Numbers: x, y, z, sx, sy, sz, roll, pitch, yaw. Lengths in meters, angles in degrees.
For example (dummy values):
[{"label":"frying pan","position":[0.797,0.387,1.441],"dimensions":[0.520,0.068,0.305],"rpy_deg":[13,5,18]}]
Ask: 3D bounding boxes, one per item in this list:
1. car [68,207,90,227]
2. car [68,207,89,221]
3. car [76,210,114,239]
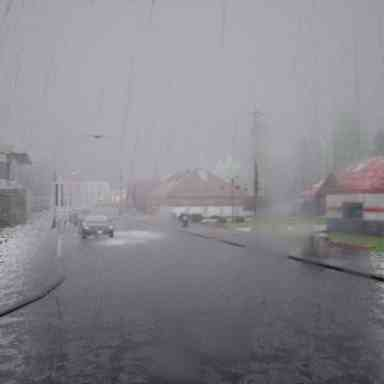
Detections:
[{"label":"car","position":[-10.032,2.359,30.829],"dimensions":[2.128,1.511,4.902],"rpy_deg":[0,-2,-22]},{"label":"car","position":[-13.838,2.627,40.290],"dimensions":[2.128,1.511,4.902],"rpy_deg":[0,-2,-22]},{"label":"car","position":[-6.259,2.131,21.538],"dimensions":[1.812,1.442,4.674],"rpy_deg":[0,-2,-23]}]
